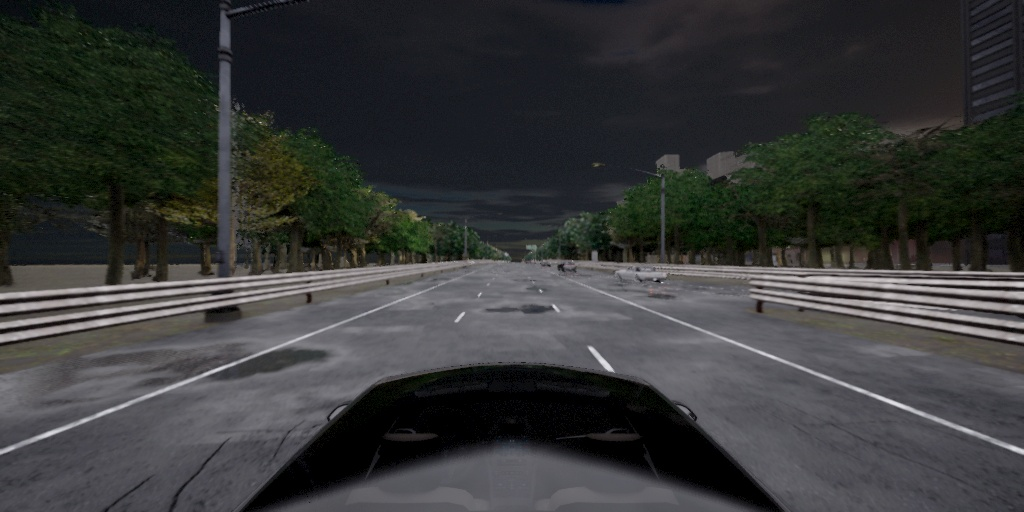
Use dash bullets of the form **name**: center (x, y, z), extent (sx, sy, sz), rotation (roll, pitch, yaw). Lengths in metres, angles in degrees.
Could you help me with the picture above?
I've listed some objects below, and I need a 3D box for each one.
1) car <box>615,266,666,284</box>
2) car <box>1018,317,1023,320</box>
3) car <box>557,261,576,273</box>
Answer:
- **car**: center (10.294, 1.493, 29.157), extent (1.895, 1.301, 4.718), rotation (0, 0, -13)
- **car**: center (17.396, 1.062, 10.193), extent (2.097, 1.767, 4.553), rotation (1, -2, -24)
- **car**: center (7.285, 1.444, 47.937), extent (2.128, 1.511, 4.902), rotation (0, 0, -3)
